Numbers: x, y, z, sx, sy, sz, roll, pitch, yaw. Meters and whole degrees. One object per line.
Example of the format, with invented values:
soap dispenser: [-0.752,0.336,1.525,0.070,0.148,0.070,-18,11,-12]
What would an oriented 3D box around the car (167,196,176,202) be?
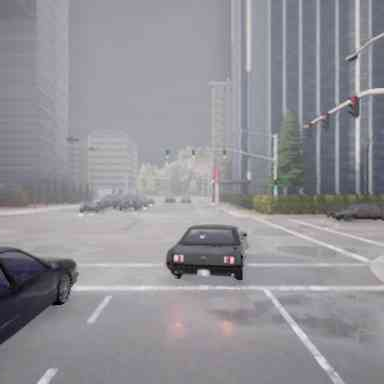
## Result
car: [-4.872,1.693,79.491,1.812,1.442,4.674,0,0,-1]

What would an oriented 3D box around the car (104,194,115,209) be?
car: [-11.471,1.323,47.441,2.150,2.045,5.566,0,0,-1]

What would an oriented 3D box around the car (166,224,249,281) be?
car: [0.715,1.622,10.044,1.895,1.301,4.718,0,0,11]

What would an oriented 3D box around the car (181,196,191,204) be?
car: [-1.216,1.701,69.784,1.994,1.385,4.181,0,0,-1]

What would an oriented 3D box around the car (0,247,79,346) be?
car: [-3.440,1.559,5.025,2.033,1.411,5.357,0,0,0]

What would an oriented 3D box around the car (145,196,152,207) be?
car: [-8.043,1.464,52.704,2.097,1.767,4.553,0,0,-1]

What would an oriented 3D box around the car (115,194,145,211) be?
car: [-7.915,1.313,42.954,2.150,2.045,5.566,0,0,-1]

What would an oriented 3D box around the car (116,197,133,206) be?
car: [-11.589,1.614,57.387,2.128,1.511,4.902,0,0,-1]

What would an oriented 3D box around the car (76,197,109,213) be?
car: [-11.335,1.646,38.106,1.994,1.385,4.181,0,0,-1]

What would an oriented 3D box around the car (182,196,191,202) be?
car: [-1.372,1.709,79.559,2.033,1.411,5.357,0,0,-1]

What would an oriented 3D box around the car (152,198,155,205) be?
car: [-8.118,1.698,62.749,1.994,1.385,4.181,0,0,0]

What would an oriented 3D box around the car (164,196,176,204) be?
car: [-4.707,1.648,69.323,1.837,1.490,4.892,0,0,-1]

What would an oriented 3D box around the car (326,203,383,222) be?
car: [13.588,1.602,26.344,5.357,1.411,2.033,0,0,-3]

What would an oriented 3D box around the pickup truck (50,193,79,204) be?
pickup truck: [-24.758,1.196,64.000,2.390,2.098,6.274,0,0,30]
